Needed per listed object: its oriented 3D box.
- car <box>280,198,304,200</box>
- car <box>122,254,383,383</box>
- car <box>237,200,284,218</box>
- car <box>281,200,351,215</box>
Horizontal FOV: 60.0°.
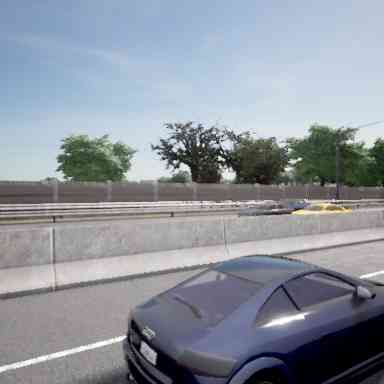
[{"bbox_3d":[8.748,1.409,30.521,4.553,1.767,2.097,0,0,-33],"label":"car"},{"bbox_3d":[1.235,1.566,4.416,4.181,1.385,1.994,0,0,-34],"label":"car"},{"bbox_3d":[5.485,1.544,24.222,4.892,1.490,1.837,1,-1,-33],"label":"car"},{"bbox_3d":[8.512,1.517,22.017,5.008,1.535,1.882,1,0,-33],"label":"car"}]
